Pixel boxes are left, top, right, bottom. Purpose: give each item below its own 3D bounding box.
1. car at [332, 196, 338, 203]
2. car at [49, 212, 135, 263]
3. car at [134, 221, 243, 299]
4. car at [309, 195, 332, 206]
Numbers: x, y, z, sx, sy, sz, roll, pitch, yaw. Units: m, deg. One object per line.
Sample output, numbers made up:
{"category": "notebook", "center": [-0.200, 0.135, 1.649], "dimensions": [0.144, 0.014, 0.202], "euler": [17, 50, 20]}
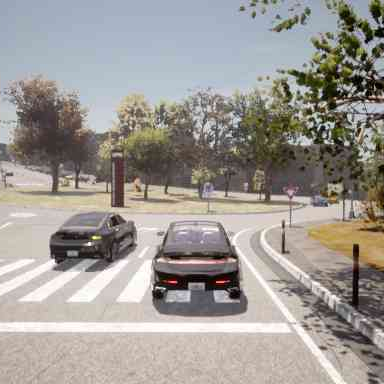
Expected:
{"category": "car", "center": [21.206, 0.818, 52.380], "dimensions": [1.882, 1.535, 5.008], "euler": [0, 2, 0]}
{"category": "car", "center": [-3.274, 1.456, 11.786], "dimensions": [1.837, 1.490, 4.892], "euler": [0, 1, 2]}
{"category": "car", "center": [0.097, 1.463, 8.377], "dimensions": [2.128, 1.511, 4.902], "euler": [0, 0, 0]}
{"category": "car", "center": [17.381, 1.088, 45.844], "dimensions": [2.033, 1.411, 5.357], "euler": [0, 2, 13]}
